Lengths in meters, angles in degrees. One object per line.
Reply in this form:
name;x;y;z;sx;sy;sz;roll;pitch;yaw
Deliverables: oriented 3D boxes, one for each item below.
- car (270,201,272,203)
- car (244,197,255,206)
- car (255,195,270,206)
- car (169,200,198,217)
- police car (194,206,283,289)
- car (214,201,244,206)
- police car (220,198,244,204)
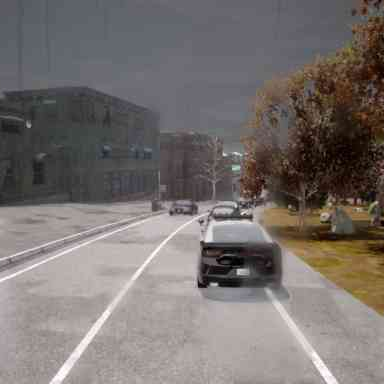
car;15.152;1.308;69.620;2.097;1.767;4.553;3;1;31
car;6.743;1.488;44.537;1.895;1.301;4.718;2;0;20
car;11.242;1.452;55.796;1.837;1.490;4.892;3;1;26
car;-0.689;1.403;29.752;1.994;1.385;4.181;1;1;12
police car;1.128;1.406;9.294;1.930;1.638;5.238;0;0;2
car;1.839;1.478;18.997;1.812;1.442;4.674;1;0;6
police car;2.670;1.356;24.940;1.930;1.638;5.238;1;0;9
